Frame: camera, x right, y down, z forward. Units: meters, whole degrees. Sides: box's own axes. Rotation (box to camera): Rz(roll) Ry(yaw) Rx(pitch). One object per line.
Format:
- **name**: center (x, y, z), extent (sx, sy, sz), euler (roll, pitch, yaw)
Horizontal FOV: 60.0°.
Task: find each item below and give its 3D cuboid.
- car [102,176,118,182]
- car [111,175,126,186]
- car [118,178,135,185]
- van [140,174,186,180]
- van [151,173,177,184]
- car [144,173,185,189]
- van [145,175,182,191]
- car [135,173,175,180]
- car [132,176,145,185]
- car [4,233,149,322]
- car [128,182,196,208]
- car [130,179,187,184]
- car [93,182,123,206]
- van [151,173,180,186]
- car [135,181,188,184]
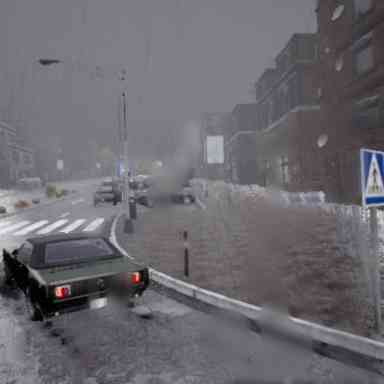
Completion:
- **car**: center (-12.329, -1.225, 49.461), extent (1.882, 1.535, 5.008), euler (-2, 4, -5)
- **car**: center (-13.187, -2.104, 59.841), extent (2.097, 1.767, 4.553), euler (-2, 4, -5)
- **car**: center (-8.727, -1.094, 46.509), extent (1.882, 1.535, 5.008), euler (-2, 4, -5)
- **van**: center (-2.714, -0.566, 34.532), extent (4.442, 1.987, 1.878), euler (-3, 4, -24)
- **van**: center (-5.167, -2.533, 61.676), extent (4.442, 1.987, 1.878), euler (-3, 5, -24)
- **car**: center (-4.042, -1.686, 49.632), extent (5.566, 2.045, 2.435), euler (-3, 4, -24)
- **van**: center (-3.671, -1.215, 43.511), extent (4.442, 1.987, 1.878), euler (-3, 5, -24)
- **car**: center (-3.092, -0.804, 37.489), extent (5.566, 2.045, 2.435), euler (-3, 5, -24)
- **car**: center (-10.099, -2.208, 63.033), extent (1.994, 1.385, 4.181), euler (-2, 4, -4)
- **car**: center (-2.846, 1.566, 7.304), extent (1.895, 1.301, 4.718), euler (-2, 1, -36)
- **car**: center (-2.078, 0.325, 25.417), extent (4.892, 1.521, 2.231), euler (-3, 4, -24)
- **car**: center (-2.735, -0.111, 31.391), extent (5.366, 1.575, 1.946), euler (-2, 5, -24)
- **car**: center (-7.170, 0.236, 28.366), extent (2.128, 1.511, 4.902), euler (-2, 4, -5)
- **van**: center (-4.461, -2.104, 55.726), extent (4.442, 1.987, 1.878), euler (-3, 4, -24)
- **car**: center (-2.316, 0.144, 28.445), extent (4.674, 1.452, 2.002), euler (-3, 5, -24)
